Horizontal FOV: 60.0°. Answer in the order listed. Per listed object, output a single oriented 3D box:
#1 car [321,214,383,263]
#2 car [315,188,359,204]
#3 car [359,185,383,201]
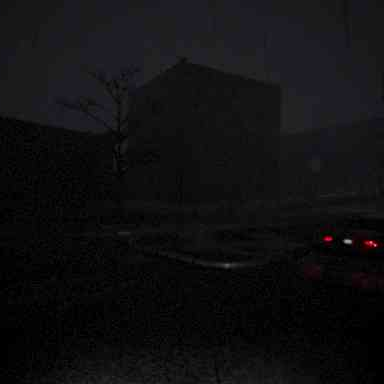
[{"bbox_3d":[6.399,1.496,11.847,2.033,1.411,5.357,1,2,43],"label":"car"},{"bbox_3d":[15.467,0.400,35.931,5.366,1.575,1.946,-3,2,-36],"label":"car"},{"bbox_3d":[19.906,0.142,39.207,5.366,1.575,1.946,-3,2,-36],"label":"car"}]
